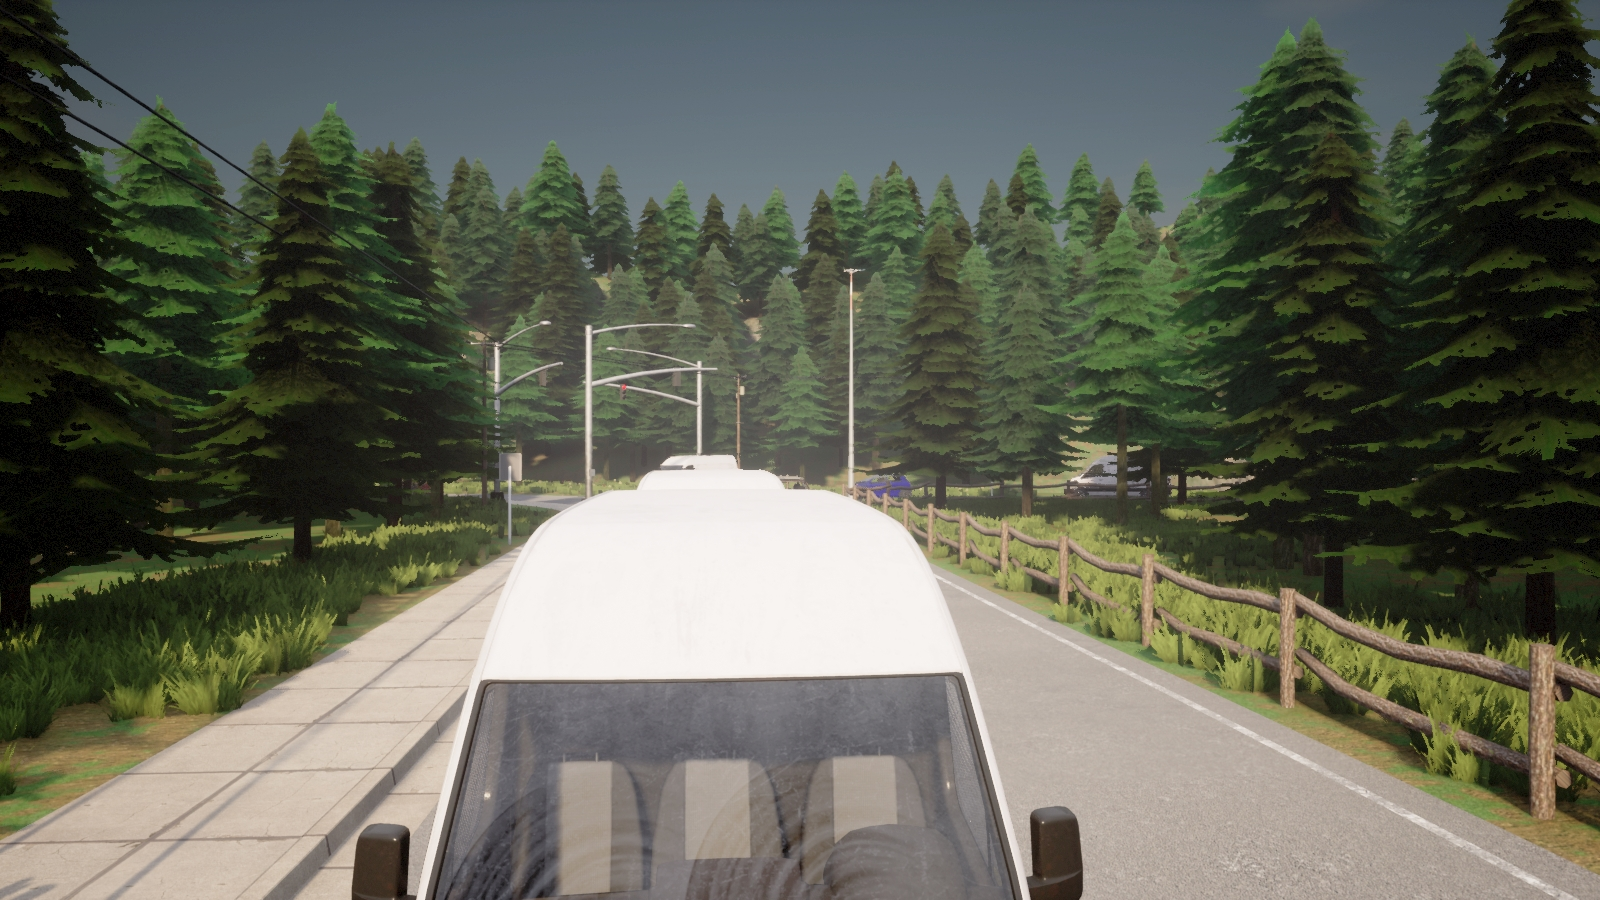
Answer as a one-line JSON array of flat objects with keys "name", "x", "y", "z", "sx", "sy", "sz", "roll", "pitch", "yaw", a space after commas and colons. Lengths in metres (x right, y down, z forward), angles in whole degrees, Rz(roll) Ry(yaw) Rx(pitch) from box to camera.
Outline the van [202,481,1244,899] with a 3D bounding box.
[{"name": "van", "x": -0.346, "y": 1.499, "z": 5.134, "sx": 1.988, "sy": 2.561, "sz": 5.915, "roll": 0, "pitch": 0, "yaw": -5}]

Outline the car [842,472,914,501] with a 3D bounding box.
[{"name": "car", "x": 4.355, "y": 2.037, "z": 64.202, "sx": 3.633, "sy": 1.501, "sz": 1.845, "roll": 0, "pitch": 0, "yaw": -13}]

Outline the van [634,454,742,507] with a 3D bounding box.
[{"name": "van", "x": -5.587, "y": 1.521, "z": 58.006, "sx": 1.988, "sy": 2.561, "sz": 5.915, "roll": -2, "pitch": -1, "yaw": 36}]
